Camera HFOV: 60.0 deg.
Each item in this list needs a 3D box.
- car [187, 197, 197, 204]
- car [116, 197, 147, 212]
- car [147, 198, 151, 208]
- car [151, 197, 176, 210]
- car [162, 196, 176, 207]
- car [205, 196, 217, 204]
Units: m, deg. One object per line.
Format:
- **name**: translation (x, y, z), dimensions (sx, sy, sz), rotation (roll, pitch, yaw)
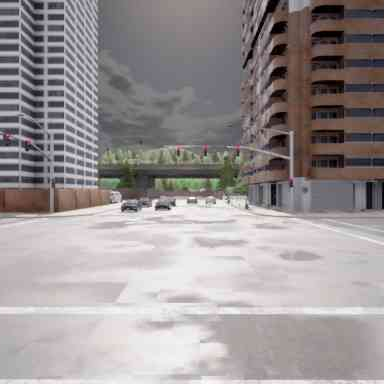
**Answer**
- **car**: translation (0.023, 1.564, 63.186), dimensions (1.994, 1.385, 4.181), rotation (0, 0, 0)
- **car**: translation (-7.085, 1.547, 39.458), dimensions (2.033, 1.411, 5.357), rotation (0, 0, 0)
- **car**: translation (-7.071, 1.547, 49.811), dimensions (2.033, 1.411, 5.357), rotation (0, 0, 0)
- **car**: translation (-3.583, 1.547, 42.327), dimensions (2.033, 1.411, 5.357), rotation (0, 0, 0)
- **car**: translation (-3.560, 1.477, 52.604), dimensions (1.882, 1.535, 5.008), rotation (0, 0, 0)
- **car**: translation (3.523, 1.525, 63.187), dimensions (1.812, 1.442, 4.674), rotation (0, 0, 0)
